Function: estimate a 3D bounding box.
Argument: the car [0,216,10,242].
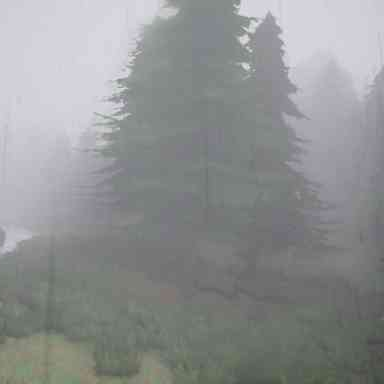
[{"bbox_3d":[-12.235,2.406,19.111,2.097,1.767,4.553,3,-4,-16],"label":"car"}]

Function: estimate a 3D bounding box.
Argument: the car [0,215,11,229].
[{"bbox_3d":[-24.119,3.650,41.185,1.882,1.535,5.008,3,-4,-42],"label":"car"}]
